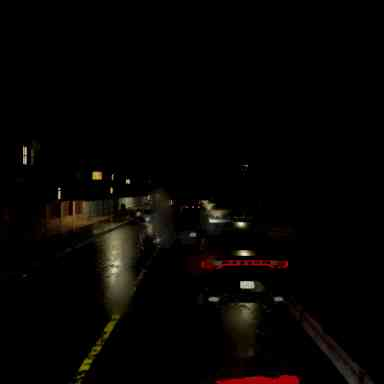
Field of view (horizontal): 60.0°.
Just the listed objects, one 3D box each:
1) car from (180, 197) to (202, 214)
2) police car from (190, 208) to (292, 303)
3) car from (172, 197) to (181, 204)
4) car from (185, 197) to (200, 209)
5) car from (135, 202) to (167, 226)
[{"bbox_3d":[0.120,1.547,35.397,2.033,1.411,5.357,0,0,0],"label":"car"},{"bbox_3d":[0.972,1.425,8.421,1.930,1.638,5.238,0,0,0],"label":"police car"},{"bbox_3d":[-2.664,1.593,61.272,1.895,1.301,4.718,0,0,0],"label":"car"},{"bbox_3d":[0.090,1.502,45.744,1.837,1.490,4.892,0,0,1],"label":"car"},{"bbox_3d":[-2.817,1.493,23.660,2.128,1.511,4.902,0,0,0],"label":"car"}]
